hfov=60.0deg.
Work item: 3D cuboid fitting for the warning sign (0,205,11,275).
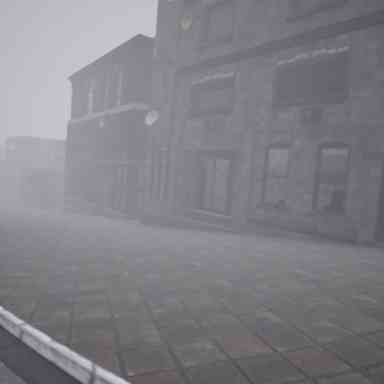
[{"bbox_3d":[-6.026,1.277,9.245,1.300,1.860,1.060,9,-1,-42],"label":"warning sign"}]
